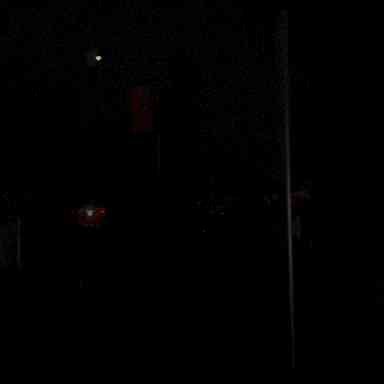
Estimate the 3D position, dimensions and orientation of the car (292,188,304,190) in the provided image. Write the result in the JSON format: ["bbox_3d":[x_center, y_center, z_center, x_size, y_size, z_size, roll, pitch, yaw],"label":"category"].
[{"bbox_3d":[16.959,0.395,52.604,2.150,2.045,5.566,-2,0,36],"label":"car"}]

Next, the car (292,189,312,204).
[{"bbox_3d":[13.894,0.757,42.621,1.882,1.535,5.008,-2,0,36],"label":"car"}]

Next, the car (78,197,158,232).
[{"bbox_3d":[-3.723,1.066,17.888,2.097,1.767,4.553,-2,0,36],"label":"car"}]

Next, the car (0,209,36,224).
[{"bbox_3d":[-12.817,1.523,22.312,1.994,1.385,4.181,-2,0,36],"label":"car"}]

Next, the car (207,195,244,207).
[{"bbox_3d":[4.489,1.090,40.867,2.033,1.411,5.357,-2,0,36],"label":"car"}]

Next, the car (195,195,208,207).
[{"bbox_3d":[2.267,1.108,43.342,1.837,1.490,4.892,-2,0,36],"label":"car"}]

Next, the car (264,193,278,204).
[{"bbox_3d":[11.179,0.880,44.405,1.812,1.442,4.674,-2,0,36],"label":"car"}]
